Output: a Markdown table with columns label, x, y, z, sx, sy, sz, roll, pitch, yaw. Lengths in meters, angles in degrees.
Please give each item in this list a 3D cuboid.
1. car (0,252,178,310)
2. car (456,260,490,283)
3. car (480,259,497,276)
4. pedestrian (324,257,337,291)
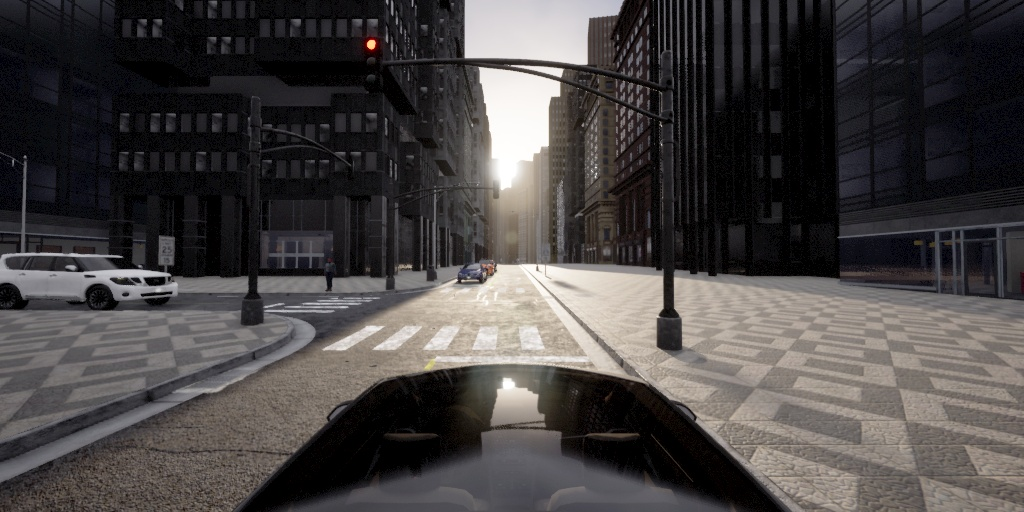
| label | x | y | z | sx | sy | sz | roll | pitch | yaw |
| --- | --- | --- | --- | --- | --- | --- | --- | --- | --- |
| car | -15.881 | 0.907 | 13.399 | 5.566 | 2.045 | 2.150 | 0 | -1 | 2 |
| car | -3.050 | 1.289 | 28.235 | 1.812 | 1.442 | 4.674 | 0 | 0 | 2 |
| car | -3.028 | 1.137 | 38.240 | 2.097 | 1.767 | 4.553 | 0 | 0 | 0 |
| pedestrian | -9.972 | 0.974 | 19.591 | 0.375 | 1.860 | 0.375 | 0 | -1 | 0 |
